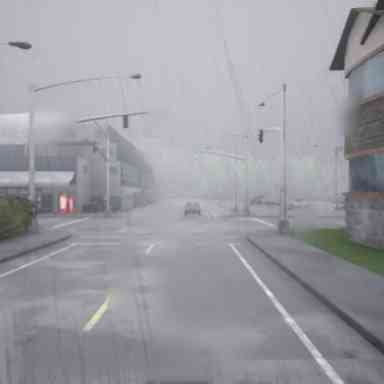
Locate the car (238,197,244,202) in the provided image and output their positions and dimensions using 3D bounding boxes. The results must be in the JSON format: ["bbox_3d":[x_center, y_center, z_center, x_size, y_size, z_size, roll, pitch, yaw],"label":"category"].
[{"bbox_3d":[13.869,2.025,86.949,3.633,1.501,1.845,0,0,0],"label":"car"}]

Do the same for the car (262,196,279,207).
[{"bbox_3d":[14.155,1.554,52.667,5.027,1.636,2.152,0,0,0],"label":"car"}]

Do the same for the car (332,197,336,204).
[{"bbox_3d":[32.286,1.860,71.982,3.633,1.501,1.845,0,0,0],"label":"car"}]

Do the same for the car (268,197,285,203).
[{"bbox_3d":[21.291,2.013,83.971,3.806,1.475,1.970,0,0,0],"label":"car"}]

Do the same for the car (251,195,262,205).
[{"bbox_3d":[14.151,1.571,65.462,3.866,1.878,1.905,0,0,0],"label":"car"}]

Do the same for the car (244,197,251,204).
[{"bbox_3d":[13.737,1.613,68.367,4.605,1.855,1.932,0,0,0],"label":"car"}]

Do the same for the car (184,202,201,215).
[{"bbox_3d":[0.083,1.825,37.746,2.033,1.411,5.357,0,0,0],"label":"car"}]

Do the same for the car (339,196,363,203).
[{"bbox_3d":[39.956,1.957,83.830,5.027,1.636,2.152,0,0,0],"label":"car"}]

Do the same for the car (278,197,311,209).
[{"bbox_3d":[14.480,1.586,46.250,3.806,1.475,1.970,0,0,0],"label":"car"}]

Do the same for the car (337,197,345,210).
[{"bbox_3d":[21.530,1.625,42.589,4.514,1.523,2.007,0,0,0],"label":"car"}]
